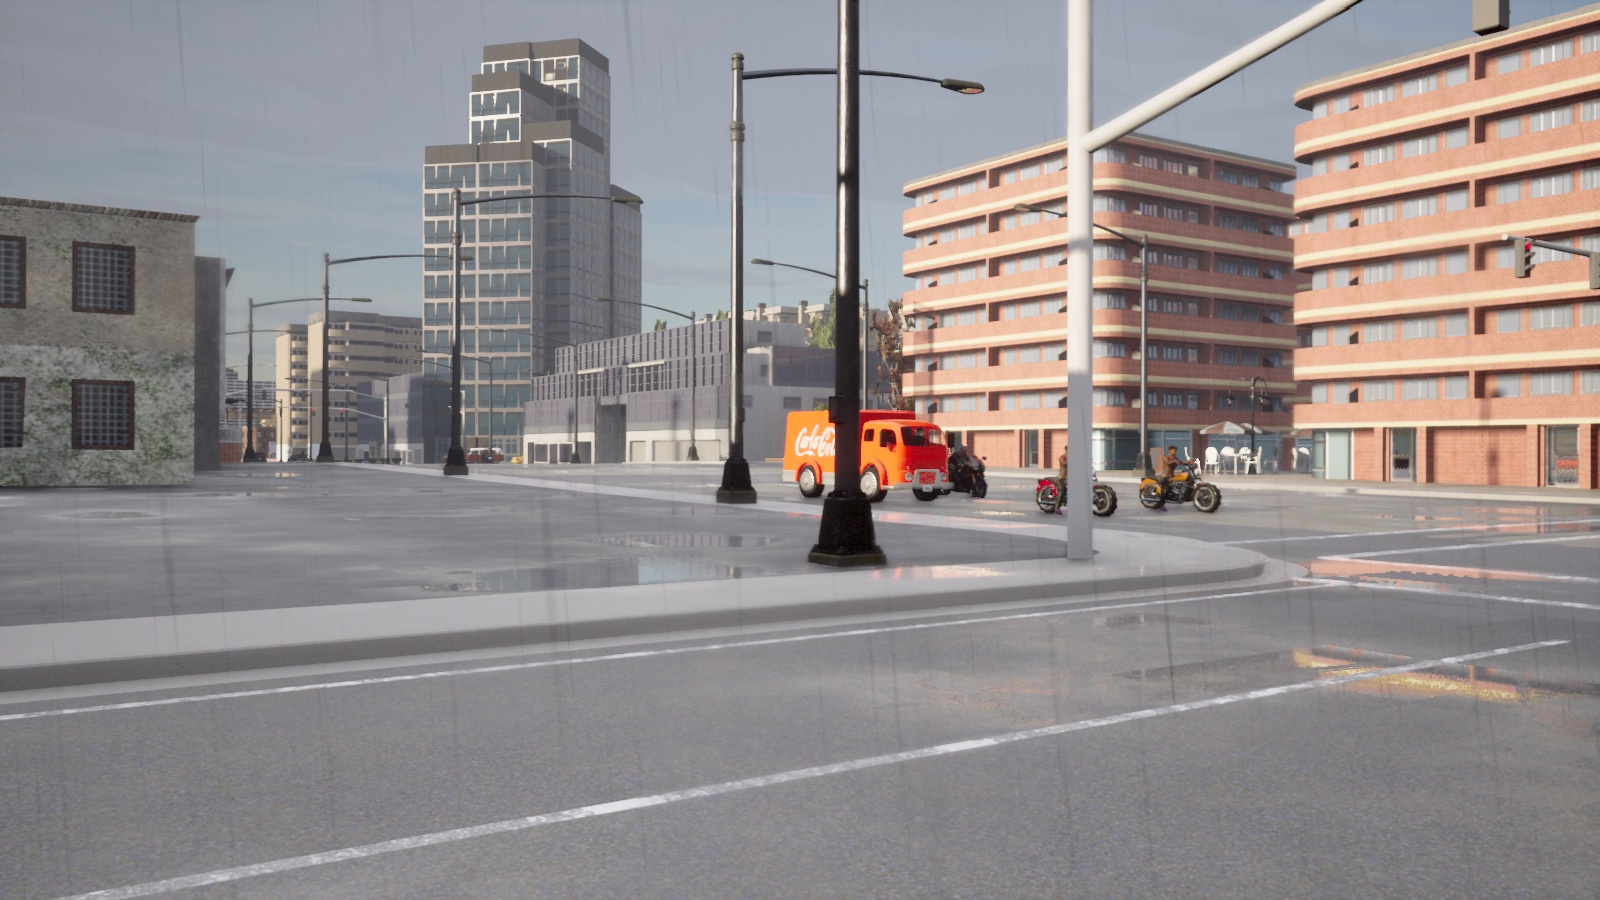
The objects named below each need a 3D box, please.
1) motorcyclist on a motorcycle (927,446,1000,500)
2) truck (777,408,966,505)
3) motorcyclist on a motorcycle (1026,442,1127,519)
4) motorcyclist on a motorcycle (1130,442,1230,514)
[{"bbox_3d":[4.780,0.653,36.826,0.866,1.530,2.191,0,1,-34],"label":"motorcyclist on a motorcycle"},{"bbox_3d":[1.869,0.129,34.886,2.627,2.467,5.204,0,1,-34],"label":"truck"},{"bbox_3d":[6.218,0.650,28.367,0.766,1.649,2.350,0,1,-34],"label":"motorcyclist on a motorcycle"},{"bbox_3d":[9.140,0.648,30.293,0.766,1.649,2.350,0,1,-34],"label":"motorcyclist on a motorcycle"}]
